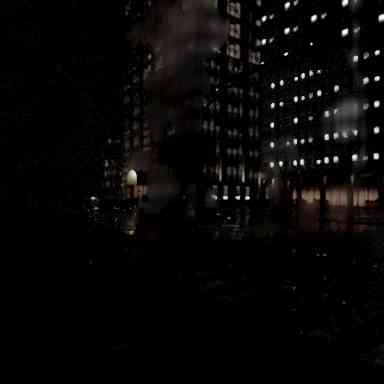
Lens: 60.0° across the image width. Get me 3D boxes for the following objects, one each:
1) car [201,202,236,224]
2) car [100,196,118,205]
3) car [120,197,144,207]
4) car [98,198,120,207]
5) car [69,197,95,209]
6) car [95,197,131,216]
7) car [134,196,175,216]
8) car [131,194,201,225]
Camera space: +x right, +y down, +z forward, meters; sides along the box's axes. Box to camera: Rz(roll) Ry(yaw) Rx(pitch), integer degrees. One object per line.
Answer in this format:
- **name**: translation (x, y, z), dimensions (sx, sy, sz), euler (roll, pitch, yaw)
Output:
- **car**: translation (1.257, 1.517, 24.957), dimensions (1.812, 1.442, 4.674), euler (1, -1, -34)
- **car**: translation (-15.424, 1.575, 61.661), dimensions (1.812, 1.442, 4.674), euler (1, -1, -34)
- **car**: translation (-9.619, 1.570, 53.009), dimensions (1.837, 1.490, 4.892), euler (1, -1, -34)
- **car**: translation (-13.165, 1.608, 52.473), dimensions (1.895, 1.301, 4.718), euler (1, -1, -34)
- **car**: translation (-14.373, 1.431, 42.451), dimensions (1.812, 1.442, 4.674), euler (1, -1, -34)
- **car**: translation (-7.426, 1.426, 32.069), dimensions (1.837, 1.490, 4.892), euler (1, 0, -34)
- **car**: translation (-3.773, 1.332, 32.463), dimensions (2.097, 1.767, 4.553), euler (1, -1, -34)
- **car**: translation (-2.033, 1.156, 24.036), dimensions (2.150, 2.045, 5.566), euler (1, -1, -34)
